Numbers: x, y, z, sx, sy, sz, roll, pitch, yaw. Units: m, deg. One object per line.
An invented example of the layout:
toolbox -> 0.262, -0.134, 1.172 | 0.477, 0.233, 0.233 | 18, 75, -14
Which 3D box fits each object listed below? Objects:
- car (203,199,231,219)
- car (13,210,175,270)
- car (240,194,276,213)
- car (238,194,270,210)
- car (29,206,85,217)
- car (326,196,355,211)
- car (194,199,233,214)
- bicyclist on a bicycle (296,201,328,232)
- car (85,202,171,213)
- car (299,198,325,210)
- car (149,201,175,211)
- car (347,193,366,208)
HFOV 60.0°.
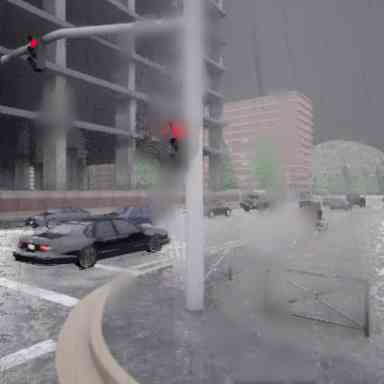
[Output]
car -> 1.825, 1.557, 30.222 | 1.837, 1.490, 4.892 | 0, 0, 35
car -> -2.990, 1.549, 11.181 | 2.033, 1.411, 5.357 | -1, 0, 34
car -> 8.020, 1.273, 38.935 | 2.150, 2.045, 5.566 | 0, 0, 35
car -> 8.629, 1.296, 45.796 | 2.150, 2.045, 5.566 | 0, 0, 35
car -> -8.520, 1.639, 21.678 | 1.994, 1.385, 4.181 | 0, 0, 35
car -> 18.507, 1.567, 41.313 | 1.994, 1.385, 4.181 | 0, 0, 35
car -> 2.482, 1.567, 37.190 | 2.128, 1.511, 4.902 | 0, 0, 35
bicyclist on a bicycle -> 6.324, 1.281, 17.579 | 1.656, 1.620, 0.582 | -1, 0, 35
car -> -4.018, 1.599, 21.980 | 2.033, 1.411, 5.357 | 0, 0, 35
car -> 15.214, 1.532, 42.717 | 1.837, 1.490, 4.892 | 0, 0, 35
car -> -3.461, 1.567, 28.817 | 2.128, 1.511, 4.902 | 0, 0, 35
car -> 24.291, 1.224, 49.480 | 2.150, 2.045, 5.566 | 0, 0, 35
